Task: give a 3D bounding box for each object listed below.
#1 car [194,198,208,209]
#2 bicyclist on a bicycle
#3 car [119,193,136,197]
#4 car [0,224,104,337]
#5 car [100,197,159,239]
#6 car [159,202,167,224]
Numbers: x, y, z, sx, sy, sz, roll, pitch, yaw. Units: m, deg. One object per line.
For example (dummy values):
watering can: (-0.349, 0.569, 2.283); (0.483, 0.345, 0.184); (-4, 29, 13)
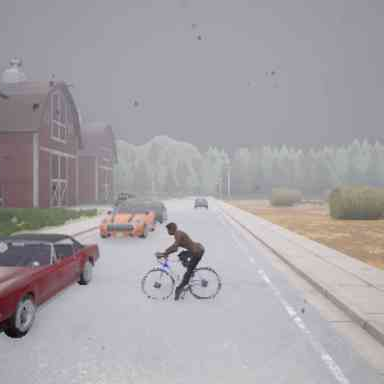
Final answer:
car: (1.211, 1.536, 44.495); (2.033, 1.411, 5.357); (0, 0, 0)
bicyclist on a bicycle: (-0.240, 1.448, 6.864); (1.656, 1.620, 0.582); (-2, 0, 1)
car: (-6.789, 1.141, 36.468); (1.905, 1.878, 3.866); (8, -3, -41)
car: (-3.473, 1.600, 6.783); (1.895, 1.301, 4.718); (0, 0, 1)
car: (-3.199, 1.351, 17.255); (2.097, 1.767, 4.553); (0, 0, 2)
car: (-2.916, 1.513, 24.937); (1.837, 1.490, 4.892); (0, 0, 1)
